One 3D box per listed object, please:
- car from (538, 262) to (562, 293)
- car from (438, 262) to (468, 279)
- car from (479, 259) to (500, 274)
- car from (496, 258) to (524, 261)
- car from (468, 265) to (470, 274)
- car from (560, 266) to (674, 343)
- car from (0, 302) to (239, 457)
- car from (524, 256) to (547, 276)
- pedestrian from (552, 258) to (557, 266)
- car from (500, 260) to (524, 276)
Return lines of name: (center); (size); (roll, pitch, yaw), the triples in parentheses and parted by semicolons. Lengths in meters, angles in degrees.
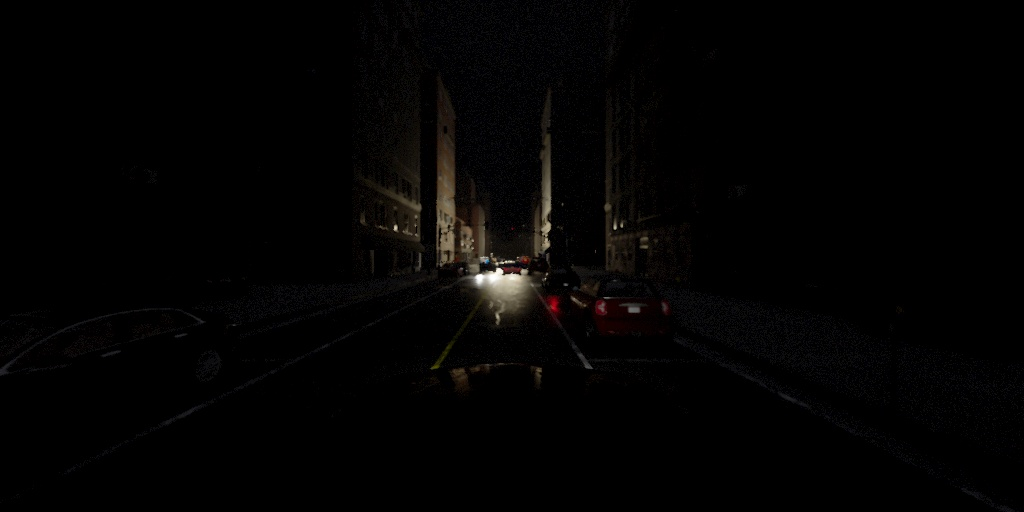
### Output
car: (2.756, 1.265, 20.749); (1.812, 1.442, 4.674); (0, 0, 0)
car: (-5.379, 1.275, 31.726); (1.888, 1.381, 4.507); (0, 0, 0)
car: (-2.739, 1.323, 41.538); (1.895, 1.301, 4.718); (0, 0, 0)
car: (0.242, 1.306, 51.179); (4.718, 1.301, 1.895); (0, 0, -36)
car: (-5.377, 1.292, 37.237); (1.948, 1.339, 4.313); (0, 0, 0)
car: (2.640, 1.185, 9.679); (1.967, 1.591, 4.097); (0, 0, 0)
car: (-5.387, 1.299, 4.170); (2.007, 1.370, 4.403); (0, 0, 0)
car: (2.648, 1.040, 37.235); (2.192, 1.841, 5.009); (0, 0, 0)
pedestrian: (2.756, 1.030, 23.585); (0.375, 1.860, 0.375); (0, 0, -14)
car: (0.021, 1.327, 36.943); (1.895, 1.301, 4.718); (0, 0, 0)
